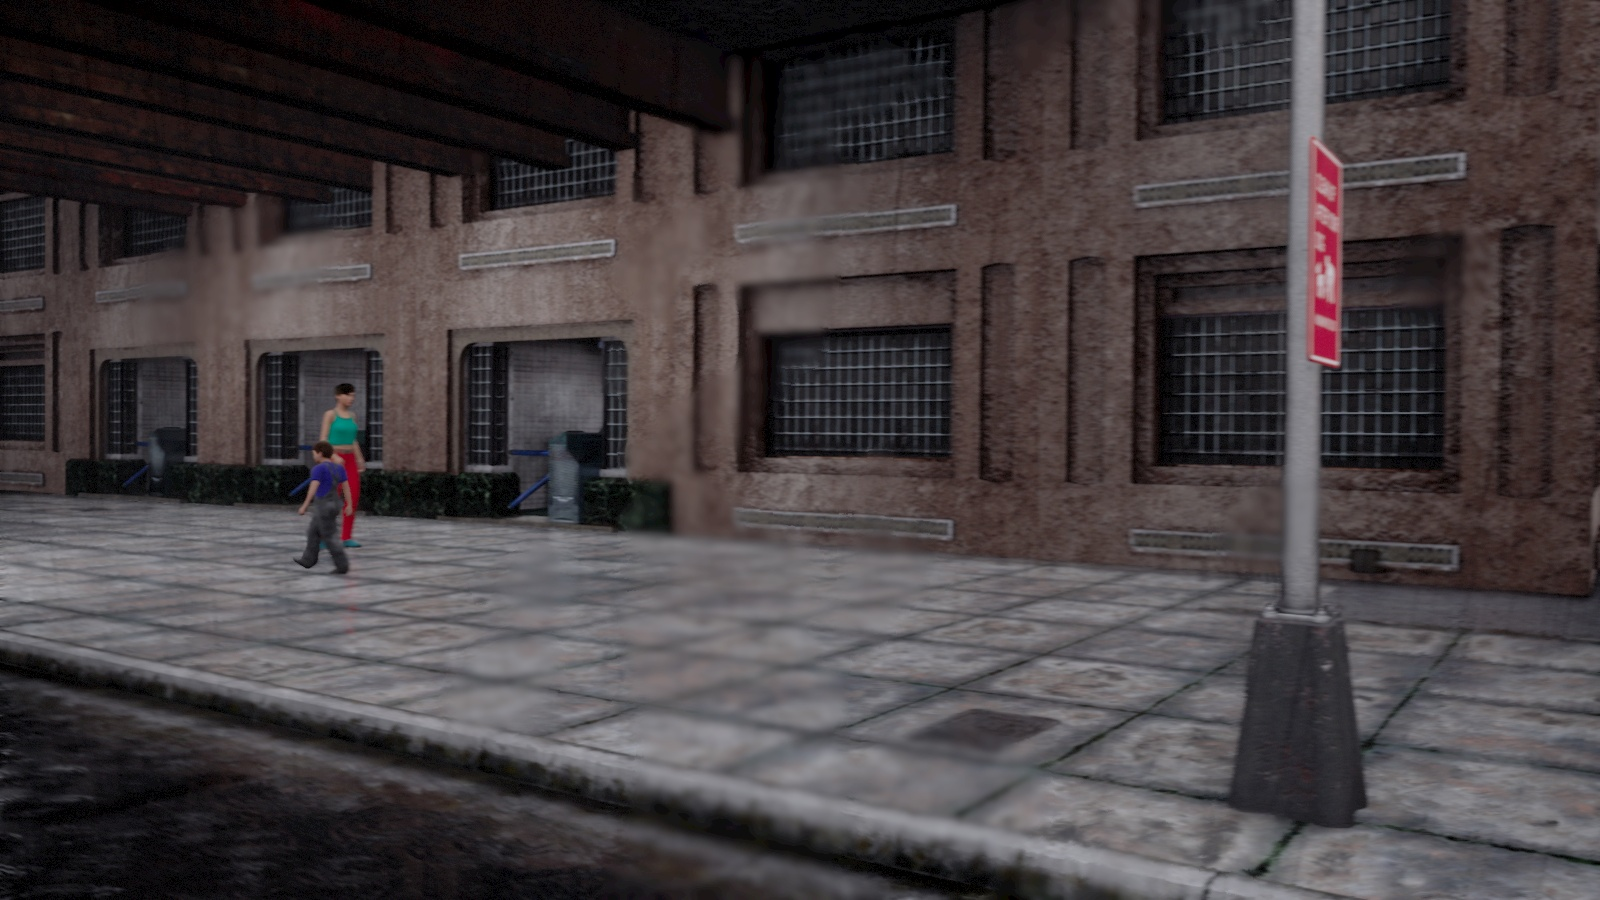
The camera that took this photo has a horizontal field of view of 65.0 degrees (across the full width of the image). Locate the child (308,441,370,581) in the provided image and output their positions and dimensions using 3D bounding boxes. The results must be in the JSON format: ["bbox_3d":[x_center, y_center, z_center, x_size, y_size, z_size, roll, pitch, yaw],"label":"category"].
[{"bbox_3d":[-4.215,0.550,11.487,0.437,1.263,0.270,0,1,14],"label":"child"}]

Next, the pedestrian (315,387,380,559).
[{"bbox_3d":[-4.956,0.245,13.753,0.594,1.836,0.345,0,1,32],"label":"pedestrian"}]
